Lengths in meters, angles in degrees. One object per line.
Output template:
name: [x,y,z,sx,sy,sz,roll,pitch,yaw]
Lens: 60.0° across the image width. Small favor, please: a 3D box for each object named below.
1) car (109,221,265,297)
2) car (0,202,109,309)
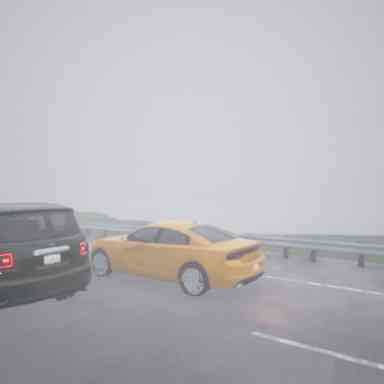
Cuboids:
car: [-0.611,1.497,8.724,5.008,1.535,1.882,0,0,36]
car: [-4.571,1.249,7.251,5.566,2.045,2.150,0,0,35]
